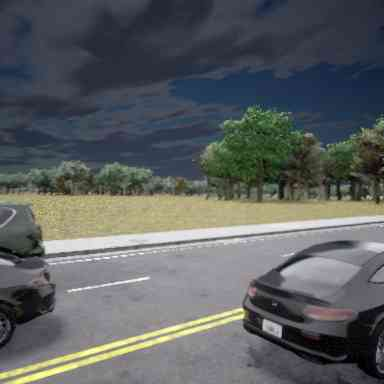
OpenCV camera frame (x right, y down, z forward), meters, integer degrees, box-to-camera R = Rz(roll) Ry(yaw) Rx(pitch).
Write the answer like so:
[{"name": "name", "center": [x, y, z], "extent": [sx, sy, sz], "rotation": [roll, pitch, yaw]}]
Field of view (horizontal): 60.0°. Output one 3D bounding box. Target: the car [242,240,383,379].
[{"name": "car", "center": [2.877, 1.542, 5.490], "extent": [4.674, 1.442, 1.812], "rotation": [0, 0, -35]}]

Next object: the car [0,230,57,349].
[{"name": "car", "center": [-4.368, 1.523, 4.562], "extent": [4.674, 1.442, 1.812], "rotation": [0, 0, -35]}]

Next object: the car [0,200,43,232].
[{"name": "car", "center": [-6.207, 1.219, 7.242], "extent": [5.566, 2.045, 2.150], "rotation": [0, 0, -35]}]
